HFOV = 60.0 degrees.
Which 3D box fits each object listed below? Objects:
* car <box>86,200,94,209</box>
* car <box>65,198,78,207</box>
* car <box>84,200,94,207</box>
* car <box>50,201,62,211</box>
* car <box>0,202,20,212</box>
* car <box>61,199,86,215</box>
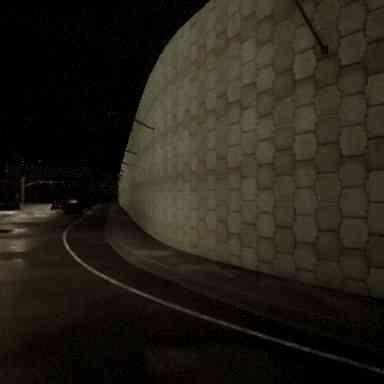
[{"bbox_3d":[-19.029,2.263,59.029,1.882,1.535,5.008,0,-2,-14],"label":"car"},{"bbox_3d":[-25.505,2.133,70.567,2.097,1.767,4.553,0,-1,-14],"label":"car"},{"bbox_3d":[-22.205,2.504,71.812,1.994,1.385,4.181,0,-1,-14],"label":"car"},{"bbox_3d":[-21.280,2.265,53.112,2.033,1.411,5.357,0,-1,-12],"label":"car"},{"bbox_3d":[-28.172,2.265,51.550,2.033,1.411,5.357,0,-1,-13],"label":"car"},{"bbox_3d":[-15.066,2.048,42.573,1.882,1.535,5.008,0,-1,-14],"label":"car"}]
